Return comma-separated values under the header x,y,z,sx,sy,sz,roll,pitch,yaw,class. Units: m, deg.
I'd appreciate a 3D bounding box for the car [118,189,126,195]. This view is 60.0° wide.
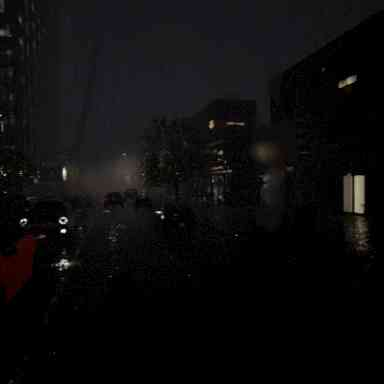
x,y,z,sx,sy,sz,roll,pitch,yaw,class
-18.370,0.076,87.140,1.947,1.339,4.313,-3,2,-14,car

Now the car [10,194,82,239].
x,y,z,sx,sy,sz,roll,pitch,yaw,class
-6.735,1.213,15.903,2.097,1.767,4.553,-2,1,-14,car

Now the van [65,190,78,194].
x,y,z,sx,sy,sz,roll,pitch,yaw,class
-15.902,0.840,42.160,1.690,1.788,3.998,-3,2,-14,van

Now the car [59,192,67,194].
x,y,z,sx,sy,sz,roll,pitch,yaw,class
-13.082,1.130,30.709,1.967,1.590,4.097,-3,2,-14,car

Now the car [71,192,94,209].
x,y,z,sx,sy,sz,roll,pitch,yaw,class
-11.648,1.073,36.026,2.033,1.411,5.357,-2,1,-13,car

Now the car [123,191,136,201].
x,y,z,sx,sy,sz,roll,pitch,yaw,class
-10.453,0.571,55.070,1.752,1.417,4.829,-3,2,-14,car

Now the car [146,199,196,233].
x,y,z,sx,sy,sz,roll,pitch,yaw,class
-1.000,1.222,17.329,2.008,1.369,4.403,-3,2,-14,car

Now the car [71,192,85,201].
x,y,z,sx,sy,sz,roll,pitch,yaw,class
-19.834,0.757,58.119,1.752,1.417,4.829,-3,2,-14,car

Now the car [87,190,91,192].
x,y,z,sx,sy,sz,roll,pitch,yaw,class
-22.527,0.594,69.030,1.887,1.381,4.507,-3,2,-14,car

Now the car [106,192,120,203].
x,y,z,sx,sy,sz,roll,pitch,yaw,class
-11.413,0.768,47.808,1.812,1.442,4.674,-2,2,-14,car

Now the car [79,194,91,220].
x,y,z,sx,sy,sz,roll,pitch,yaw,class
-8.988,1.187,25.068,1.882,1.535,5.008,-2,1,-14,car

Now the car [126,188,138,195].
x,y,z,sx,sy,sz,roll,pitch,yaw,class
-9.095,0.454,49.527,2.192,1.841,5.009,-3,2,-14,car

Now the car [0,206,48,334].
x,y,z,sx,sy,sz,roll,pitch,yaw,class
-4.332,1.375,6.219,2.097,1.767,4.553,-2,1,-14,car

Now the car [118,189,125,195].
x,y,z,sx,sy,sz,roll,pitch,yaw,class
-19.696,0.002,92.513,1.802,1.307,4.206,-3,2,-14,car

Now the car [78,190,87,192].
x,y,z,sx,sy,sz,roll,pitch,yaw,class
-18.556,0.634,52.905,2.192,1.841,5.009,-3,2,-14,car

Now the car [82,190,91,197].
x,y,z,sx,sy,sz,roll,pitch,yaw,class
-25.140,0.398,79.610,1.752,1.417,4.829,-3,2,-14,car

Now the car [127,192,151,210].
x,y,z,sx,sy,sz,roll,pitch,yaw,class
-4.918,0.970,32.704,2.008,1.369,4.403,-3,2,-14,car

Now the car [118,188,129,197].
x,y,z,sx,sy,sz,roll,pitch,yaw,class
-15.728,0.005,76.389,2.192,1.841,5.009,-3,2,-14,car

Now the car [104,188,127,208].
x,y,z,sx,sy,sz,roll,pitch,yaw,class
-8.857,0.763,37.638,2.097,1.767,4.553,-2,1,-13,car

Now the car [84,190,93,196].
x,y,z,sx,sy,sz,roll,pitch,yaw,class
-26.467,0.308,84.982,1.752,1.417,4.829,-3,2,-14,car

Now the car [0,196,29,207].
x,y,z,sx,sy,sz,roll,pitch,yaw,class
-10.521,1.187,19.938,2.192,1.841,5.009,-3,2,-14,car
